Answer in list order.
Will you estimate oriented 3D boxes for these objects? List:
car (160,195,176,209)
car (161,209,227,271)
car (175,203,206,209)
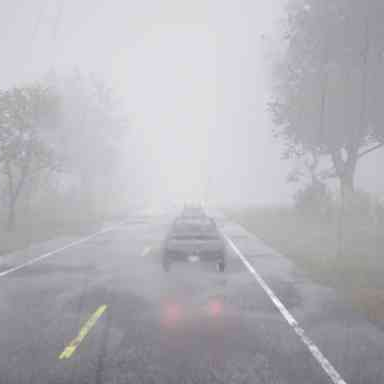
[{"bbox_3d":[-3.564,1.444,50.492,2.150,2.045,5.566,0,-1,0],"label":"car"},{"bbox_3d":[0.067,1.523,11.014,2.128,1.511,4.902,0,0,0],"label":"car"},{"bbox_3d":[0.062,1.585,26.271,2.128,1.511,4.902,0,0,0],"label":"car"}]
